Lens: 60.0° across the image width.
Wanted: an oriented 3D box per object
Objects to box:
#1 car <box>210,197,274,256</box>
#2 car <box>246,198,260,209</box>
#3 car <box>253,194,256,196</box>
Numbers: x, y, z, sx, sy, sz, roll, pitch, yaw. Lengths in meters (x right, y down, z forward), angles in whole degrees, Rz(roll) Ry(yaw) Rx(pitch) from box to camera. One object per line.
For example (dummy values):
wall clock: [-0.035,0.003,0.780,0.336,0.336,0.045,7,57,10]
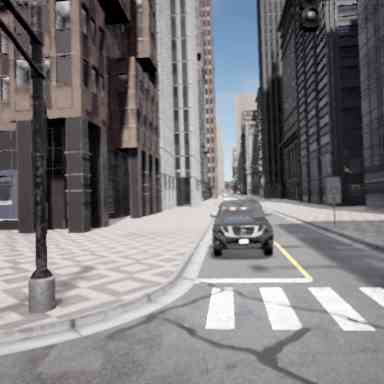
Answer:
car: [2.056,1.347,14.043,2.150,2.045,5.566,-2,-1,6]
car: [9.494,1.789,51.974,1.837,1.490,4.892,-2,0,6]
car: [3.198,1.430,24.288,2.150,2.045,5.566,-2,-1,7]
